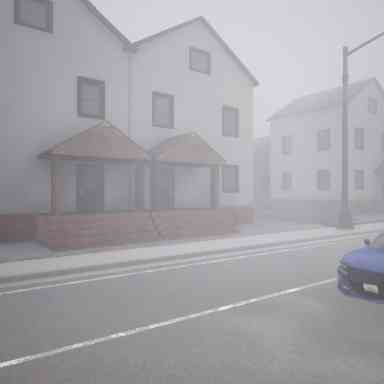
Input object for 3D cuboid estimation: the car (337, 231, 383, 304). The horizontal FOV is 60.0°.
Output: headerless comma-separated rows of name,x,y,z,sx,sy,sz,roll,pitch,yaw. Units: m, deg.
car,5.248,1.486,7.528,5.008,1.535,1.882,1,-1,-37
